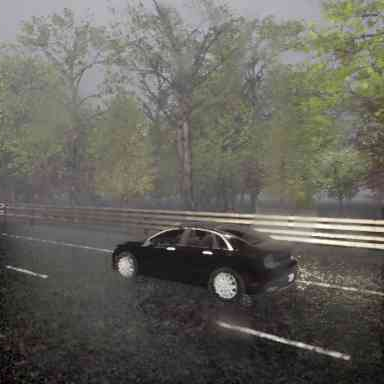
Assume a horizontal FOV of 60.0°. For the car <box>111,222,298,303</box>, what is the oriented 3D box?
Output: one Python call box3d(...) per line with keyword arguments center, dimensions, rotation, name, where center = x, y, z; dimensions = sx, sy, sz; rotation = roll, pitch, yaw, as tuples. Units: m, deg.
box3d(center=(0.065, 1.502, 8.243), dimensions=(4.892, 1.490, 1.837), rotation=(0, 0, 35), name="car")
